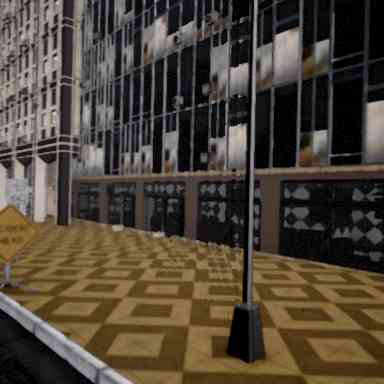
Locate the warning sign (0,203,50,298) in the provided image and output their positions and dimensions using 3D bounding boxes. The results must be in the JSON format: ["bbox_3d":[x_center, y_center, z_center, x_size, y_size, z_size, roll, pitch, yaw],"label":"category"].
[{"bbox_3d":[-3.985,1.179,7.218,1.060,1.860,1.300,1,-1,45],"label":"warning sign"}]
